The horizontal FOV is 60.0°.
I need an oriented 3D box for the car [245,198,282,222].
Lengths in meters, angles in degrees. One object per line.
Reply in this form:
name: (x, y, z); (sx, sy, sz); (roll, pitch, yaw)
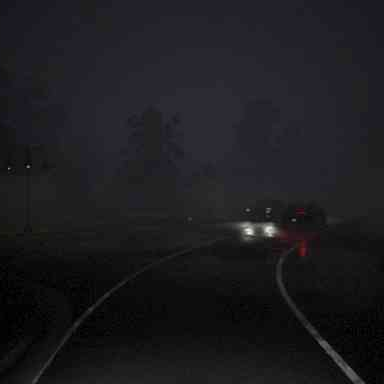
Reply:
car: (5.909, 1.298, 25.975); (2.097, 1.767, 4.553); (-1, 0, 34)

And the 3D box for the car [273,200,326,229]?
car: (7.279, 1.422, 21.453); (2.128, 1.511, 4.902); (-1, 0, 33)
